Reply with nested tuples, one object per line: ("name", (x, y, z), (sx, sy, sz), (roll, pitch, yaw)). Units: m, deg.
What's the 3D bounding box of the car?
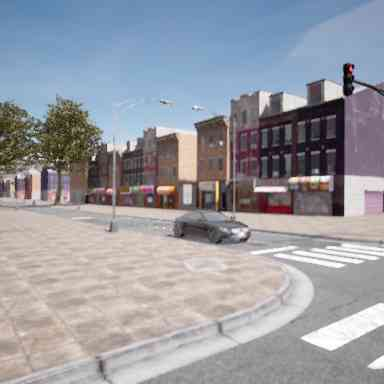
("car", (0.781, 1.602, 16.174), (1.812, 1.442, 4.674), (1, -1, -35))
